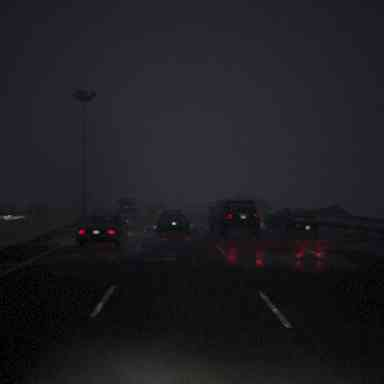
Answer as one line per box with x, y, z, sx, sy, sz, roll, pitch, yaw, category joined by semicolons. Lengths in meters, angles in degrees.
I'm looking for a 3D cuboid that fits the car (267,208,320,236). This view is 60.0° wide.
5.904;1.712;20.103;2.128;1.511;4.902;0;-1;-6;car

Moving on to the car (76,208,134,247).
-4.218;1.757;16.332;2.033;1.411;5.357;0;-1;-5;car

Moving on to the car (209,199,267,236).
2.414;1.453;20.117;2.150;2.045;5.566;0;-1;-6;car

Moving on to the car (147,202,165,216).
-4.111;1.950;38.595;1.882;1.535;5.008;0;-1;-12;car

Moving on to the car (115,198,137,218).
-7.168;1.676;36.223;2.150;2.045;5.566;0;-1;-11;car

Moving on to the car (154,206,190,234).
-1.261;1.821;21.192;1.994;1.385;4.181;0;-1;-6;car

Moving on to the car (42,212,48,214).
-19.394;2.053;41.796;2.128;1.511;4.902;0;-1;-14;car
